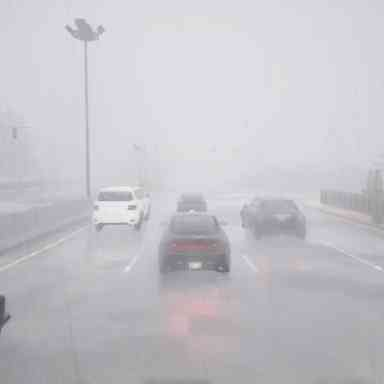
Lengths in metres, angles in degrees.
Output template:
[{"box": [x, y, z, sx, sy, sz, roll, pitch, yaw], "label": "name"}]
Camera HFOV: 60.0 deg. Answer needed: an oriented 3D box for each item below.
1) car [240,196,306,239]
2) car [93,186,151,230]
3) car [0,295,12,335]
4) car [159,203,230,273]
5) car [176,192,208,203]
[{"box": [3.532, 0.963, 15.203, 2.097, 1.767, 4.553, 0, 3, 0], "label": "car"}, {"box": [-3.481, 0.711, 17.316, 2.150, 2.045, 5.566, 0, 3, 0], "label": "car"}, {"box": [-3.408, 1.605, 2.435, 1.895, 1.301, 4.718, 0, 0, 0], "label": "car"}, {"box": [0.059, 1.357, 10.177, 1.837, 1.490, 4.892, 0, 3, 0], "label": "car"}, {"box": [-0.005, 0.731, 21.933, 1.837, 1.490, 4.892, 0, 3, 0], "label": "car"}]
